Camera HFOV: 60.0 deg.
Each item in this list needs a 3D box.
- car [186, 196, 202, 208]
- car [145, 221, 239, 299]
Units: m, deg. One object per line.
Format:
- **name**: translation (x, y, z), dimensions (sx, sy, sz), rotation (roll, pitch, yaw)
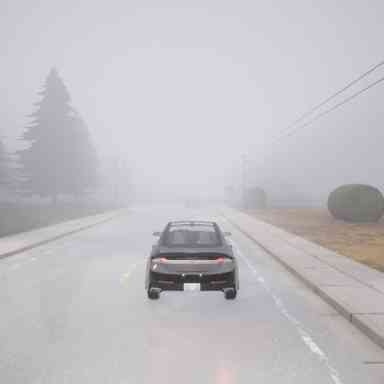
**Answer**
- **car**: translation (0.174, 1.337, 44.343), dimensions (1.837, 1.490, 4.892), rotation (0, 0, 3)
- **car**: translation (0.002, 1.466, 8.348), dimensions (2.128, 1.511, 4.902), rotation (0, 0, 0)
